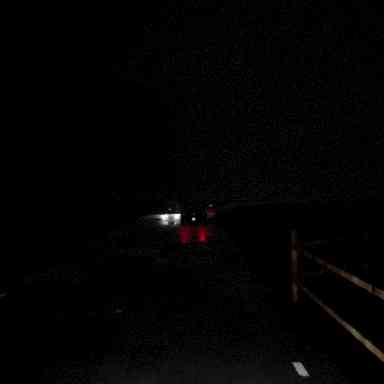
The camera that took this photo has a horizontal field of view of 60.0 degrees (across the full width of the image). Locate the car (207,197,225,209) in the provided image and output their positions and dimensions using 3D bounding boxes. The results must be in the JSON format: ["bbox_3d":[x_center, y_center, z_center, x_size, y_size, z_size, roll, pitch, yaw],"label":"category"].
[{"bbox_3d":[3.012,1.399,42.628,1.837,1.490,4.892,-1,0,17],"label":"car"}]

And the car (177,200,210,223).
[{"bbox_3d":[0.182,1.567,25.192,1.895,1.301,4.718,0,0,2],"label":"car"}]

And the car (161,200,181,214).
[{"bbox_3d":[-1.873,1.500,34.417,1.994,1.385,4.181,0,0,9],"label":"car"}]
